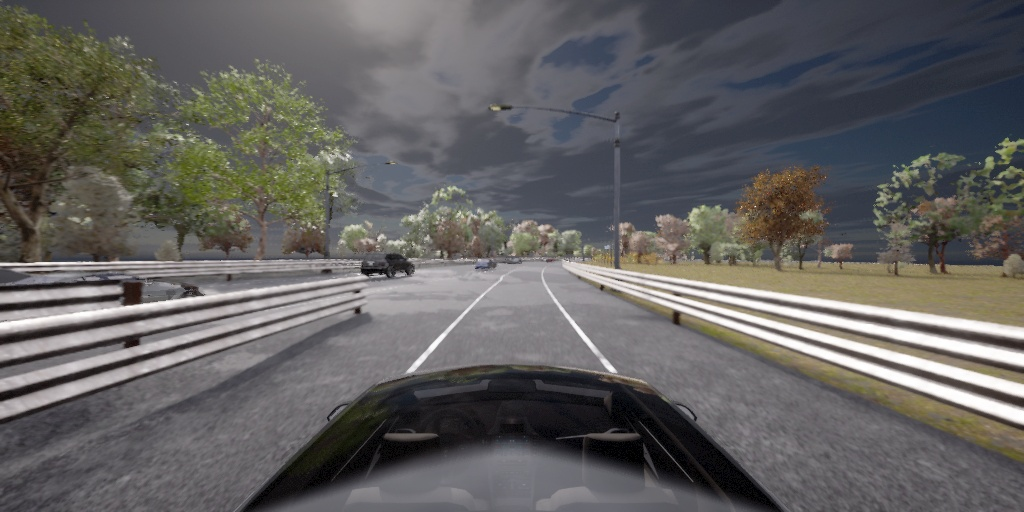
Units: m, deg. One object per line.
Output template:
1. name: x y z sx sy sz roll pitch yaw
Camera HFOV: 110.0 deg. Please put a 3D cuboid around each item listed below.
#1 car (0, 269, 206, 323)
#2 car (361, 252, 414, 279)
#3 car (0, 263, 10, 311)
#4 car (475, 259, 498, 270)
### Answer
1. car: -10.078 1.048 8.803 1.994 1.385 4.181 0 0 9
2. car: -10.183 0.741 29.684 2.150 2.045 5.566 0 0 10
3. car: -17.126 0.966 9.038 1.837 1.490 4.892 0 0 9
4. car: -3.329 1.120 46.921 2.033 1.411 5.357 0 0 12
